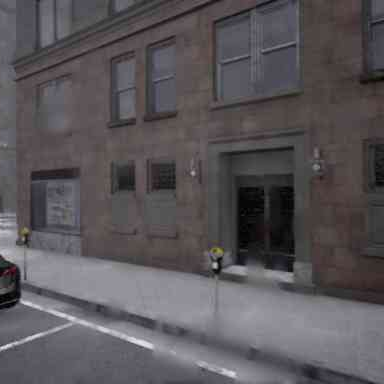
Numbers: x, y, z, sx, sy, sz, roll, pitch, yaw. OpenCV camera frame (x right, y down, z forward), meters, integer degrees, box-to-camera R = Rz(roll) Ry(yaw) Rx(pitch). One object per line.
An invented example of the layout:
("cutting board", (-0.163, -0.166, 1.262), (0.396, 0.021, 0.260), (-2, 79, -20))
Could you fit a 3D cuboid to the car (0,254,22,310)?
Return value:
("car", (-5.164, 1.645, 6.757), (4.313, 1.339, 1.947), (-1, 0, 35))
